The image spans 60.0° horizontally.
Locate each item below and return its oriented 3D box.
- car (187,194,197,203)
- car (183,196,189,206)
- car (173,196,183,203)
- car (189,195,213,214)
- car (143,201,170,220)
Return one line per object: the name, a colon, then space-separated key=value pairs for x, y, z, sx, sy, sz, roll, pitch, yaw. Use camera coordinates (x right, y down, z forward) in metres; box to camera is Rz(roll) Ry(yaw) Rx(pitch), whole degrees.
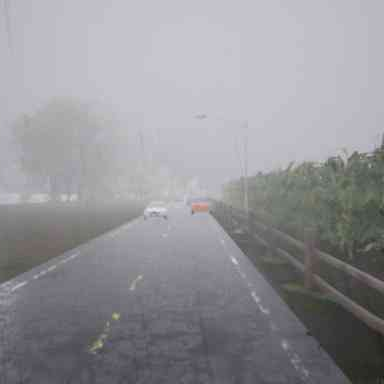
car: x=-0.002 y=1.303 z=66.040 sx=2.097 sy=1.767 sz=4.553 roll=0 pitch=0 yaw=0
car: x=-0.003 y=1.497 z=52.235 sx=2.033 sy=1.411 sz=5.357 roll=0 pitch=0 yaw=0
car: x=-2.754 y=1.469 z=68.397 sx=1.994 sy=1.385 sz=4.181 roll=0 pitch=0 yaw=0
car: x=0.959 y=1.315 z=34.238 sx=2.097 sy=1.767 sz=4.553 roll=0 pitch=0 yaw=0
car: x=-2.848 y=1.495 z=27.540 sx=1.812 sy=1.442 sz=4.674 roll=0 pitch=0 yaw=0
